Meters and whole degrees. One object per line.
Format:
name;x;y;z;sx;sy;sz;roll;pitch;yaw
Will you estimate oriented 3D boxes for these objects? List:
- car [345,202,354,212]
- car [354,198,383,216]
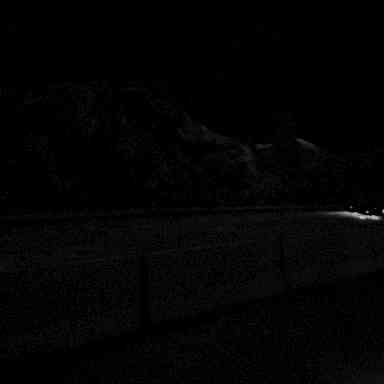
car;17.347;1.297;33.174;4.181;1.385;1.994;0;0;-23
car;17.356;1.301;29.410;5.357;1.411;2.033;0;0;-24
